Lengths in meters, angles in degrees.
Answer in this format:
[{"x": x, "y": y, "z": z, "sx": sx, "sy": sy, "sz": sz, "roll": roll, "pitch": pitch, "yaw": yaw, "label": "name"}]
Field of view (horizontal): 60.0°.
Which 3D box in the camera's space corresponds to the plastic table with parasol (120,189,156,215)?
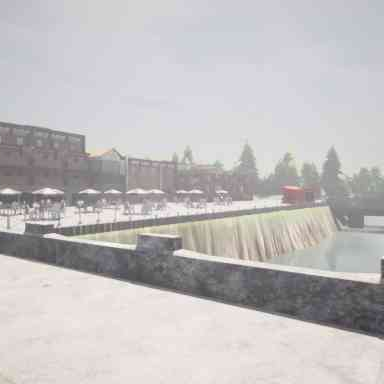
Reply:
[{"x": -5.291, "y": 0.931, "z": 32.506, "sx": 2.482, "sy": 2.480, "sz": 2.482, "roll": 0, "pitch": 0, "yaw": 35, "label": "plastic table with parasol"}]
